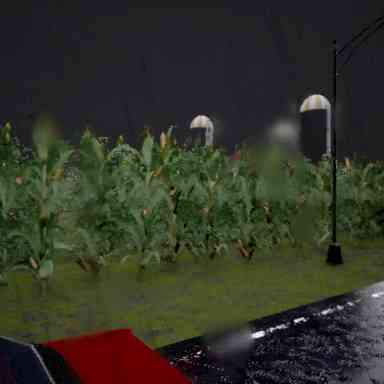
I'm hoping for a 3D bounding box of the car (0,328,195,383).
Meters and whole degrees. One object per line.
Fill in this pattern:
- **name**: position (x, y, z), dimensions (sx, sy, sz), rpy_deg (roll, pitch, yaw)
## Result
- **car**: position (-2.061, 1.598, 1.476), dimensions (4.718, 1.301, 1.895), rpy_deg (1, -1, -35)
